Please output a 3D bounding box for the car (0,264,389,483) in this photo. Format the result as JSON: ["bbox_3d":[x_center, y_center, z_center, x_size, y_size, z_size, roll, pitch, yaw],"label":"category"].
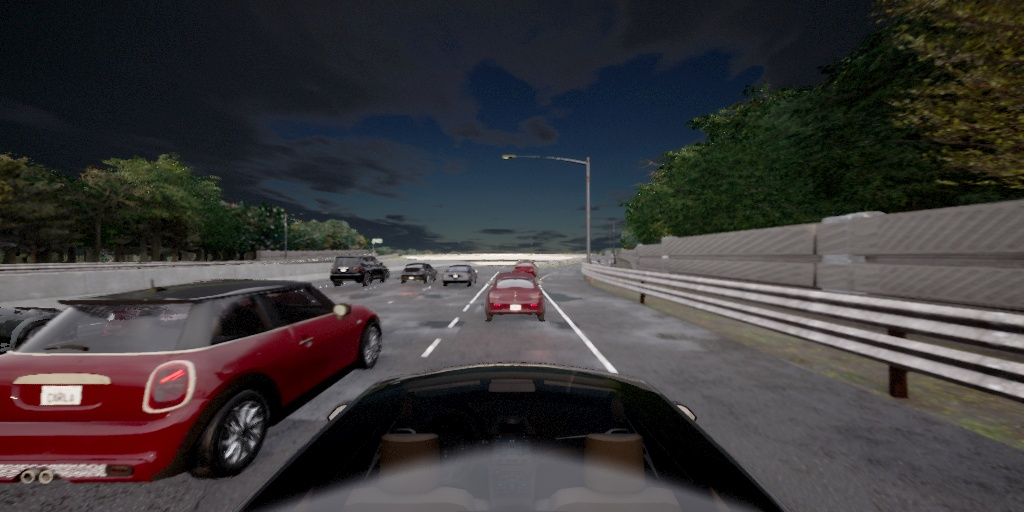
[{"bbox_3d":[-3.501,1.103,4.910,2.097,1.767,4.553,0,0,0],"label":"car"}]

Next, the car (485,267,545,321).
[{"bbox_3d":[0.099,1.279,12.361,1.812,1.442,4.674,0,0,0],"label":"car"}]

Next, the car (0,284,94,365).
[{"bbox_3d":[-10.401,1.315,5.972,1.994,1.385,4.181,0,0,0],"label":"car"}]

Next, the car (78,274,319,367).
[{"bbox_3d":[-6.901,1.277,8.781,1.812,1.442,4.674,0,0,0],"label":"car"}]

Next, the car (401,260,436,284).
[{"bbox_3d":[-6.901,1.262,27.006,1.837,1.490,4.892,0,0,0],"label":"car"}]

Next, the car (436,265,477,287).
[{"bbox_3d":[-3.501,1.304,24.704,2.033,1.411,5.357,0,0,0],"label":"car"}]

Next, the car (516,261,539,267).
[{"bbox_3d":[1.356,1.232,32.754,1.882,1.535,5.008,0,0,8],"label":"car"}]

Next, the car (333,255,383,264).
[{"bbox_3d":[-10.401,0.978,24.808,2.150,2.045,5.566,0,0,0],"label":"car"}]
